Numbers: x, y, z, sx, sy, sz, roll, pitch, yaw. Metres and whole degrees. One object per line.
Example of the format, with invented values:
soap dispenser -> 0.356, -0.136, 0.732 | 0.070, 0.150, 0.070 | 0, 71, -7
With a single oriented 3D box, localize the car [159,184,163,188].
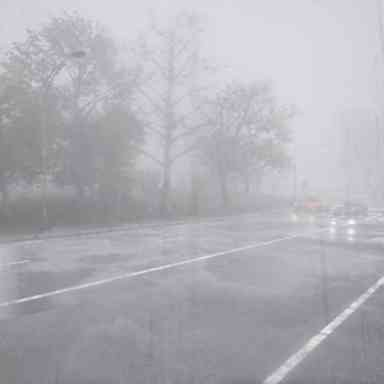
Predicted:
car -> -6.026, -0.746, 67.422 | 2.435, 2.045, 5.566 | -1, 2, 2

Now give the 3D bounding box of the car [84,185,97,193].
car -> -22.440, -0.586, 74.419 | 2.163, 1.488, 4.792 | 0, 3, 4

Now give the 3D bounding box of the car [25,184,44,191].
car -> -38.674, -1.061, 81.821 | 2.097, 1.535, 5.008 | 1, 3, 5

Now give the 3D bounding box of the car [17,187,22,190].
car -> -41.374, -1.144, 83.074 | 2.097, 1.535, 5.008 | 0, 3, 5

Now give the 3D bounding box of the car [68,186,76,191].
car -> -25.160, -0.921, 75.608 | 2.435, 2.045, 5.566 | 0, 3, 4

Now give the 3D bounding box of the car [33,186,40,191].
car -> -36.000, -0.970, 80.376 | 1.946, 1.575, 5.366 | 1, 3, 5

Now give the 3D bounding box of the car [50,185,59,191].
car -> -30.584, -0.812, 78.090 | 2.097, 1.535, 5.008 | 1, 3, 4

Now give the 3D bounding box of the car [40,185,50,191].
car -> -33.296, -1.017, 79.284 | 2.185, 1.767, 4.553 | 0, 3, 5

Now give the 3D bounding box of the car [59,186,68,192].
car -> -27.884, -0.735, 76.856 | 2.231, 1.521, 4.892 | 0, 3, 4

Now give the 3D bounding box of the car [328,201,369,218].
car -> 14.134, 1.503, 29.600 | 1.895, 1.301, 4.718 | 1, 1, 41

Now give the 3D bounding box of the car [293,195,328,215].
car -> 11.504, 1.198, 31.905 | 2.097, 1.767, 4.553 | 1, 1, 41
